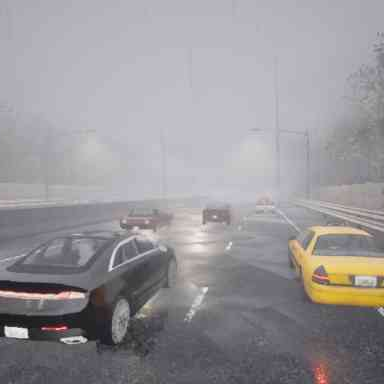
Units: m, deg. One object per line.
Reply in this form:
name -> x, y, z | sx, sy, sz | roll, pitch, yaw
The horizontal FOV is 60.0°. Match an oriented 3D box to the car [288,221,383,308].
car -> 3.407, 1.458, 8.049 | 1.801, 1.575, 5.366 | 0, 0, 12

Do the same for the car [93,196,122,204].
car -> -11.462, 1.503, 46.773 | 1.882, 1.535, 5.008 | 0, 0, 12

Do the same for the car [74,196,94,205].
car -> -14.862, 1.378, 47.606 | 2.097, 1.767, 4.553 | 0, 0, 12

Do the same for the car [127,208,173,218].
car -> -2.500, 1.610, 19.717 | 1.895, 1.301, 4.718 | 0, 0, 12

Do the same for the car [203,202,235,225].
car -> 2.010, 1.489, 24.309 | 1.882, 1.535, 5.008 | 0, 0, 12

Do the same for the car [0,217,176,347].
car -> -1.647, 1.493, 6.414 | 2.128, 1.511, 4.902 | 0, 0, 11

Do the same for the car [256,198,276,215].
car -> 7.657, 1.619, 34.625 | 1.895, 1.301, 4.718 | 0, 0, 12

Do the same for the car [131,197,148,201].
car -> -7.588, 1.519, 48.244 | 2.128, 1.511, 4.902 | 0, 0, 12

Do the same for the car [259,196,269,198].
car -> 9.624, 1.379, 44.491 | 2.097, 1.767, 4.553 | 0, 0, 12
